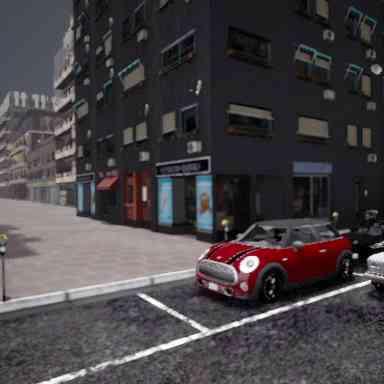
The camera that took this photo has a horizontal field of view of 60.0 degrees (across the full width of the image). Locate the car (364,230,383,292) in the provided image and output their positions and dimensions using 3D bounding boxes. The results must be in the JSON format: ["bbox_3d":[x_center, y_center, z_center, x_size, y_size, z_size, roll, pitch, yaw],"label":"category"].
[{"bbox_3d":[5.995,1.578,7.654,4.718,1.301,1.895,0,0,-35],"label":"car"}]

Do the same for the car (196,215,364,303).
[{"bbox_3d":[2.059,1.424,8.044,4.097,1.590,1.967,0,-1,-36],"label":"car"}]

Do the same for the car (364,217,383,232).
[{"bbox_3d":[6.619,1.536,11.297,4.313,1.339,1.947,0,-1,-36],"label":"car"}]
